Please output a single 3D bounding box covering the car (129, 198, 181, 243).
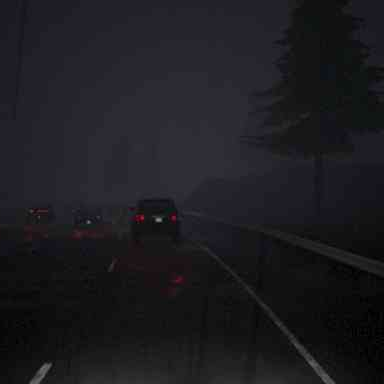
[{"bbox_3d":[-1.989,1.317,16.974,2.150,2.045,5.566,0,0,-12],"label":"car"}]

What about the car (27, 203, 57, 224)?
[{"bbox_3d":[-12.114,1.669,26.925,2.128,1.511,4.902,0,0,-20],"label":"car"}]

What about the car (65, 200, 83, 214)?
[{"bbox_3d":[-13.839,1.725,39.321,1.882,1.535,5.008,0,0,-27],"label":"car"}]

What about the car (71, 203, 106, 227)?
[{"bbox_3d":[-7.584,1.752,24.510,1.895,1.301,4.718,0,0,-16],"label":"car"}]

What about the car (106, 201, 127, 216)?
[{"bbox_3d":[-8.276,1.739,35.980,1.812,1.442,4.674,0,0,-24],"label":"car"}]
